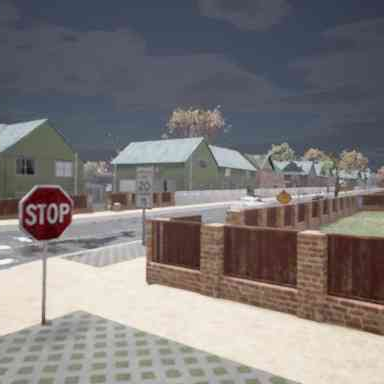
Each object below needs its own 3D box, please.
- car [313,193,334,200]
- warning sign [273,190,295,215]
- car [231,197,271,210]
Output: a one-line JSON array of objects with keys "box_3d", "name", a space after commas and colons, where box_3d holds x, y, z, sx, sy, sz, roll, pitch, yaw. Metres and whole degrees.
[{"box_3d": [18.029, 0.762, 45.269, 1.895, 1.301, 4.718, 2, 2, 35], "name": "car"}, {"box_3d": [7.065, 0.755, 25.450, 1.300, 1.860, 1.060, 1, 0, 35], "name": "warning sign"}, {"box_3d": [4.722, 1.103, 26.342, 1.812, 1.442, 4.674, 2, 2, 35], "name": "car"}]
